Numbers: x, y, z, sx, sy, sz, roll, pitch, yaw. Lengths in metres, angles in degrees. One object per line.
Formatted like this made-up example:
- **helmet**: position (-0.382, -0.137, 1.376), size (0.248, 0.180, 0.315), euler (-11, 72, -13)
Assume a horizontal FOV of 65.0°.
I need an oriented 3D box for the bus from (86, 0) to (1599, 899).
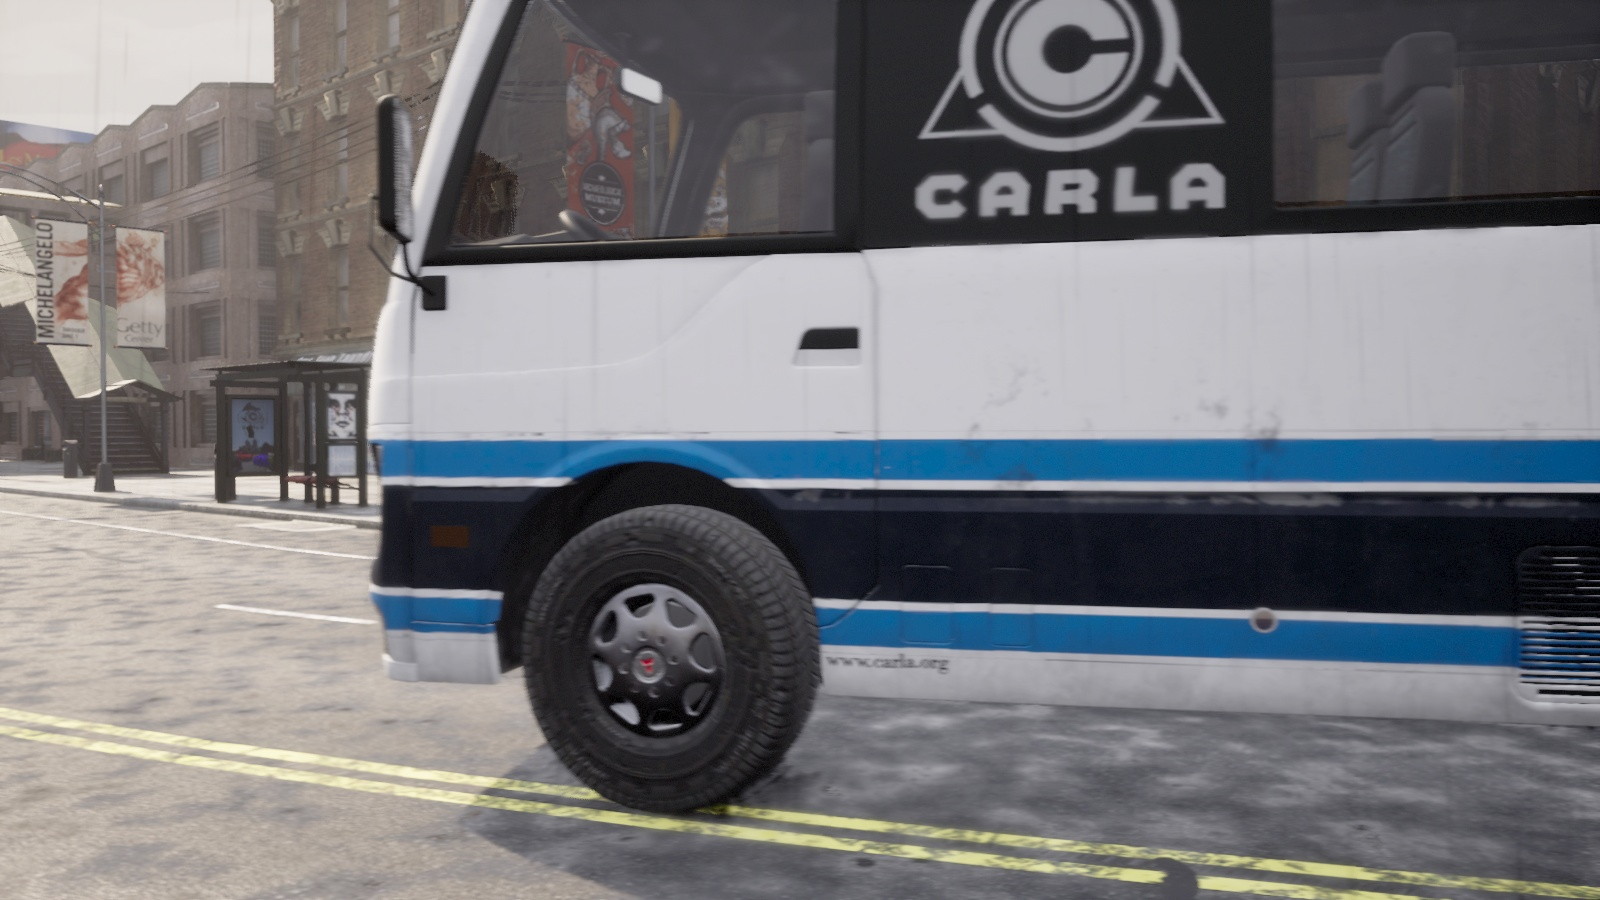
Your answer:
- **bus**: position (2.538, -0.628, 5.948), size (10.273, 4.253, 3.944), euler (0, 1, 12)
